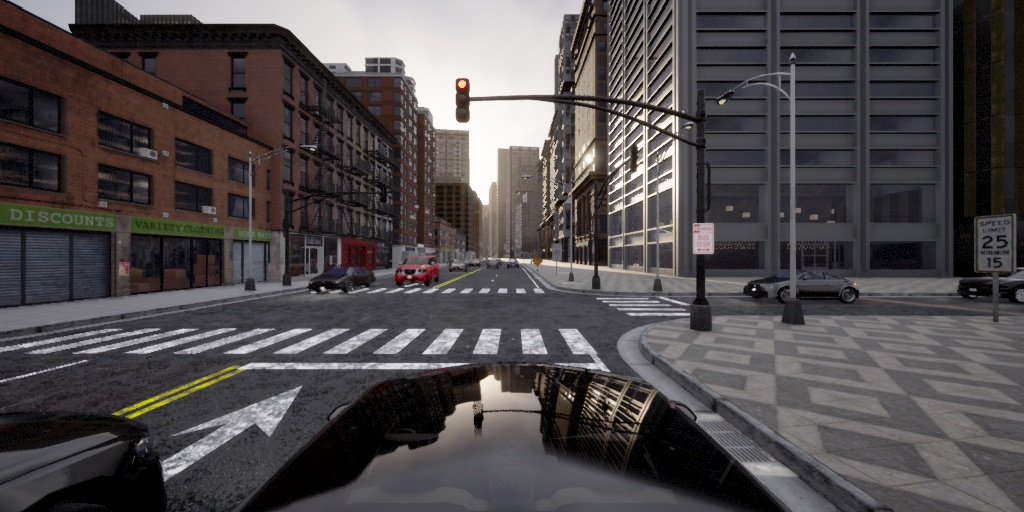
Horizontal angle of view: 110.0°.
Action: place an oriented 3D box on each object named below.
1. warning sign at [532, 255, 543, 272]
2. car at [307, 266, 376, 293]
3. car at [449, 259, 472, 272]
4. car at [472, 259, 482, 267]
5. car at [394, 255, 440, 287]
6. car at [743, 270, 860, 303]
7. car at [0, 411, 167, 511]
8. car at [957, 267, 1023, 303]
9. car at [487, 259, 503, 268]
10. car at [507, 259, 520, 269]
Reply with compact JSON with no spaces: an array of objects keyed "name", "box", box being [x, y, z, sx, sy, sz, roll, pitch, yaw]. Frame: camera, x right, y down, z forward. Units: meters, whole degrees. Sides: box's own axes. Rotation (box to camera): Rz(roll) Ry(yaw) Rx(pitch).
[{"name":"warning sign","box":[2.934,0.848,41.273,1.300,1.860,1.060,0,0,0]},{"name":"car","box":[-9.810,1.296,21.224,2.033,1.411,5.357,0,0,0]},{"name":"car","box":[-6.506,1.294,44.054,1.994,1.385,4.181,0,0,0]},{"name":"car","box":[-6.371,1.226,62.804,1.882,1.535,5.008,0,0,0]},{"name":"car","box":[-6.495,0.969,25.192,2.150,2.045,5.566,0,0,-2]},{"name":"car","box":[12.892,1.328,16.139,4.181,1.385,1.994,0,0,0]},{"name":"car","box":[-3.153,1.241,0.283,2.128,1.511,4.902,0,0,0]},{"name":"car","box":[23.189,1.247,16.073,5.008,1.535,1.882,0,0,0]},{"name":"car","box":[-3.028,1.207,58.039,2.128,1.511,4.902,0,0,0]},{"name":"car","box":[0.160,1.243,57.357,1.812,1.442,4.674,0,0,1]}]
